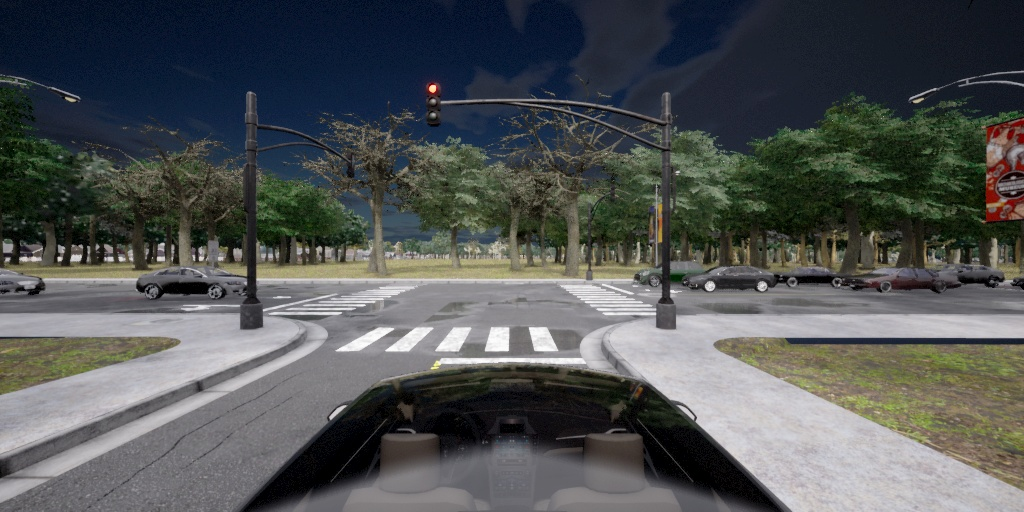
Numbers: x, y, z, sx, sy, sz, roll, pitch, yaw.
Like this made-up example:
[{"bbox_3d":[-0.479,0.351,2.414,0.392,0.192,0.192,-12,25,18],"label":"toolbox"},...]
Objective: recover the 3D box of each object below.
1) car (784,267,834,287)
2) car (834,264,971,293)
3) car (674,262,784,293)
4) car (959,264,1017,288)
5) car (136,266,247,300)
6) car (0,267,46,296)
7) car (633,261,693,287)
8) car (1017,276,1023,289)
[{"bbox_3d":[19.466,1.371,23.806,4.718,1.301,1.895,0,0,0],"label":"car"},{"bbox_3d":[22.190,1.326,20.554,5.357,1.411,2.033,0,0,0],"label":"car"},{"bbox_3d":[12.329,1.269,20.553,4.892,1.490,1.837,0,0,0],"label":"car"},{"bbox_3d":[29.402,1.278,23.803,4.902,1.511,2.128,0,0,0],"label":"car"},{"bbox_3d":[-14.891,1.226,17.096,4.902,1.511,2.128,0,0,0],"label":"car"},{"bbox_3d":[-25.434,1.217,17.089,4.902,1.511,2.128,0,0,0],"label":"car"},{"bbox_3d":[10.482,1.109,23.801,4.553,1.767,2.097,0,0,0],"label":"car"},{"bbox_3d":[32.406,1.343,20.548,5.357,1.411,2.033,0,0,0],"label":"car"}]
